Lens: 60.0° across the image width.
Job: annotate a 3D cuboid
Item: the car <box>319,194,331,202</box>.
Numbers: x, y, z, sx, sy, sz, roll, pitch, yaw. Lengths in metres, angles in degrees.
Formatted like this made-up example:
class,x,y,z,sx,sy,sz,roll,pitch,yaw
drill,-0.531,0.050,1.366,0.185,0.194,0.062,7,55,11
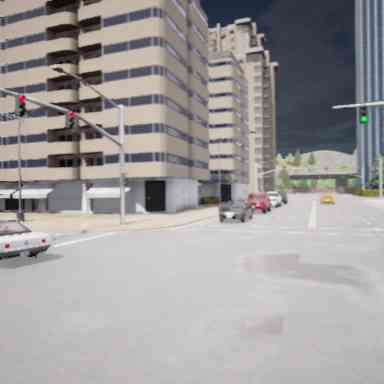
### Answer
class,x,y,z,sx,sy,sz,roll,pitch,yaw
car,24.667,1.053,61.824,2.033,1.411,5.357,-1,0,20

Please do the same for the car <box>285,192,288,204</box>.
class,x,y,z,sx,sy,sz,roll,pitch,yaw
car,14.256,0.891,53.967,2.150,2.045,5.566,-1,0,20

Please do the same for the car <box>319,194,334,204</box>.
class,x,y,z,sx,sy,sz,roll,pitch,yaw
car,20.767,1.069,51.094,1.882,1.535,5.008,-1,0,20

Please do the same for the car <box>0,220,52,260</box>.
class,x,y,z,sx,sy,sz,roll,pitch,yaw
car,-7.181,1.647,11.582,4.718,1.301,1.895,0,0,30

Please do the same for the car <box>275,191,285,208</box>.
class,x,y,z,sx,sy,sz,roll,pitch,yaw
car,10.480,0.973,43.969,2.150,2.045,5.566,-1,0,22

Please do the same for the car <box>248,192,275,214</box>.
class,x,y,z,sx,sy,sz,roll,pitch,yaw
car,6.765,1.054,34.174,2.150,2.045,5.566,-1,0,21

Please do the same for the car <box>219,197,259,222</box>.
class,x,y,z,sx,sy,sz,roll,pitch,yaw
car,3.413,1.396,25.211,2.128,1.511,4.902,-1,0,20
